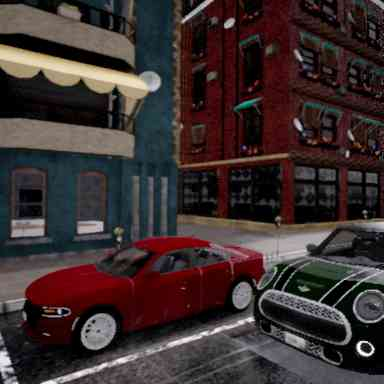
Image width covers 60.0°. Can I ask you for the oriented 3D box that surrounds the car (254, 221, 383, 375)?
[{"bbox_3d":[3.165,1.340,5.650,4.553,1.767,2.097,0,0,-36],"label":"car"}]

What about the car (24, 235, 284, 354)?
[{"bbox_3d":[-0.590,1.544,6.131,4.507,1.381,1.887,0,1,-36],"label":"car"}]
